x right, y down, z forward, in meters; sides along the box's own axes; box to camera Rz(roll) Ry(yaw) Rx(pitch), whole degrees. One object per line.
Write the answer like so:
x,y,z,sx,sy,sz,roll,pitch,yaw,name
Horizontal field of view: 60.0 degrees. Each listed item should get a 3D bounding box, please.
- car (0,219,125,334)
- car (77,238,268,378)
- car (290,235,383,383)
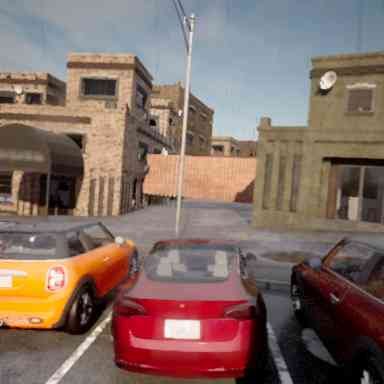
-2.590,1.356,6.971,2.185,1.767,4.553,0,-1,5,car
0.095,1.512,5.795,2.163,1.488,4.792,0,-1,5,car
2.768,1.357,4.502,2.185,1.767,4.553,0,-1,5,car
